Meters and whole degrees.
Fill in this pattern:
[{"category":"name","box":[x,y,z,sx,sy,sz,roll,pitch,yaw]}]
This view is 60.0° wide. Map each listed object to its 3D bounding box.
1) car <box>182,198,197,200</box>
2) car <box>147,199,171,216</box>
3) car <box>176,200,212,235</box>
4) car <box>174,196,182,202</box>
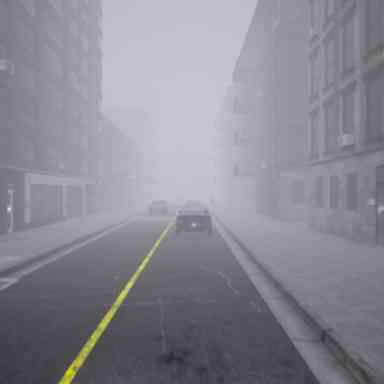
[{"category":"car","box":[0.103,1.538,38.218,1.994,1.385,4.181,0,0,0]},{"category":"car","box":[-3.095,1.485,31.928,1.837,1.490,4.892,0,0,0]},{"category":"car","box":[0.101,1.467,18.925,1.882,1.535,5.008,0,0,0]},{"category":"car","box":[-2.995,1.488,72.368,1.895,1.301,4.718,0,0,0]}]
